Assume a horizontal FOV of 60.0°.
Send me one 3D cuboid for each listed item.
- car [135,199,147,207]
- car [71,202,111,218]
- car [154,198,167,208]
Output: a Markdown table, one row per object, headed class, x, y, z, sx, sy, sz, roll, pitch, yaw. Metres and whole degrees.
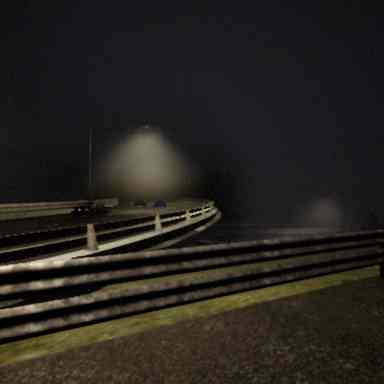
| class | x | y | z | sx | sy | sz | roll | pitch | yaw |
| --- | --- | --- | --- | --- | --- | --- | --- | --- | --- |
| car | -9.011 | 1.851 | 58.704 | 1.994 | 1.385 | 4.181 | 1 | -1 | -6 |
| car | -9.611 | 1.656 | 32.025 | 2.033 | 1.411 | 5.357 | 1 | 0 | 9 |
| car | -5.181 | 1.780 | 54.859 | 1.882 | 1.535 | 5.008 | 1 | 0 | -3 |
